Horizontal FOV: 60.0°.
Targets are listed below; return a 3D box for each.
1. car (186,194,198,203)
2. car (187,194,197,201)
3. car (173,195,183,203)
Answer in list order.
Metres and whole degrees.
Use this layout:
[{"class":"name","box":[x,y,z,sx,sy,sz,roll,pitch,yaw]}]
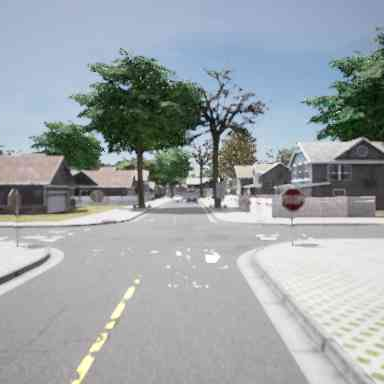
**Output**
[{"class":"car","box":[-0.014,1.163,61.757,2.097,1.767,4.553,0,0,0]},{"class":"car","box":[-0.016,1.183,71.823,1.994,1.385,4.181,0,0,0]},{"class":"car","box":[-2.765,1.339,65.574,1.812,1.442,4.674,0,0,0]}]
